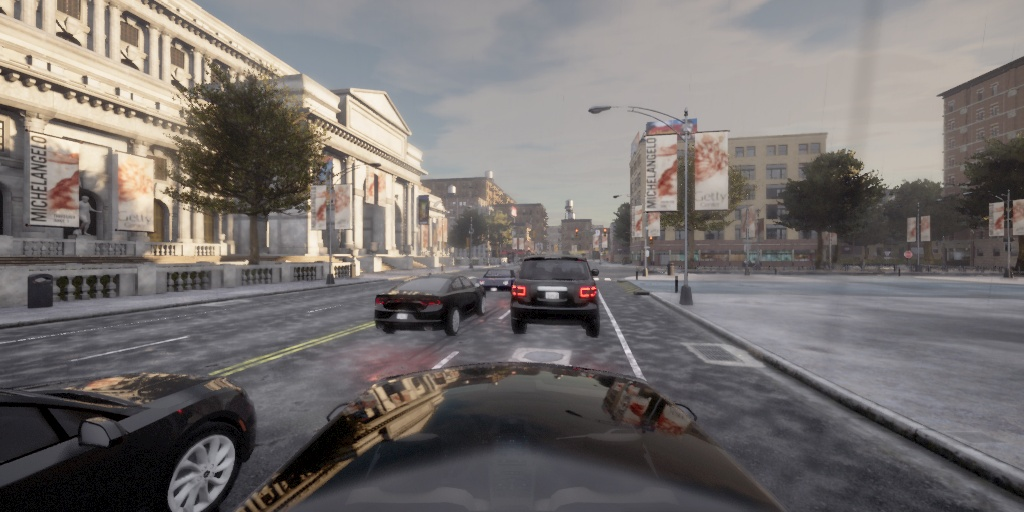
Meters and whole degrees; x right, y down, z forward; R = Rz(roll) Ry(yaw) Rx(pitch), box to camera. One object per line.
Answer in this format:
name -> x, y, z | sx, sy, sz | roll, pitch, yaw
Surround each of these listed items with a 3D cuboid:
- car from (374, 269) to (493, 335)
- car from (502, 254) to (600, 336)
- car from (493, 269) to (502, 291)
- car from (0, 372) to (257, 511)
car -> -2.114, 1.228, 10.629 | 1.882, 1.535, 5.008 | 0, 0, 9
car -> 1.374, 0.971, 10.617 | 2.150, 2.045, 5.566 | 0, 0, 10
car -> -0.458, 1.351, 19.751 | 1.895, 1.301, 4.718 | 0, 0, 11
car -> -3.204, 1.255, 1.235 | 1.837, 1.490, 4.892 | 0, 0, 0
